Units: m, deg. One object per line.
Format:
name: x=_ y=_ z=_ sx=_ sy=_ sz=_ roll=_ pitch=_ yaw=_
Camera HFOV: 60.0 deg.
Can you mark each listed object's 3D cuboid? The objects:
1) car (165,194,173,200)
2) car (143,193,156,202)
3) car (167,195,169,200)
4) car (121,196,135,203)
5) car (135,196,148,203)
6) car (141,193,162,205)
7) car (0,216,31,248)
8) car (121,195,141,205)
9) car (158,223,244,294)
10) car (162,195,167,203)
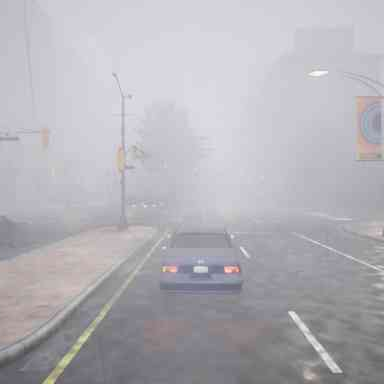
car: x=-6.309 y=1.466 z=90.808 sx=1.882 sy=1.535 sz=5.008 roll=0 pitch=0 yaw=1
car: x=-10.036 y=1.223 z=78.741 sx=2.150 sy=2.045 sz=5.566 roll=0 pitch=0 yaw=1
car: x=-6.570 y=1.523 z=76.928 sx=2.128 sy=1.511 sz=4.902 roll=0 pitch=0 yaw=1
car: x=-13.453 y=1.593 z=69.845 sx=1.895 sy=1.301 sz=4.718 roll=0 pitch=0 yaw=1
car: x=-10.244 y=1.503 z=68.056 sx=1.837 sy=1.490 sz=4.892 roll=0 pitch=0 yaw=1
car: x=-7.006 y=1.351 z=58.003 sx=2.097 sy=1.767 sz=4.553 roll=0 pitch=0 yaw=1
car: x=-7.889 y=1.547 z=11.983 sx=2.033 sy=1.411 sz=5.357 roll=0 pitch=0 yaw=1
car: x=-10.506 y=1.351 z=57.881 sx=2.097 sy=1.767 sz=4.553 roll=0 pitch=0 yaw=1
car: x=0.231 y=1.547 z=8.949 sx=2.033 sy=1.411 sz=5.357 roll=0 pitch=0 yaw=1
car: x=-6.788 y=1.352 z=66.776 sx=2.097 sy=1.767 sz=4.553 roll=0 pitch=0 yaw=1
